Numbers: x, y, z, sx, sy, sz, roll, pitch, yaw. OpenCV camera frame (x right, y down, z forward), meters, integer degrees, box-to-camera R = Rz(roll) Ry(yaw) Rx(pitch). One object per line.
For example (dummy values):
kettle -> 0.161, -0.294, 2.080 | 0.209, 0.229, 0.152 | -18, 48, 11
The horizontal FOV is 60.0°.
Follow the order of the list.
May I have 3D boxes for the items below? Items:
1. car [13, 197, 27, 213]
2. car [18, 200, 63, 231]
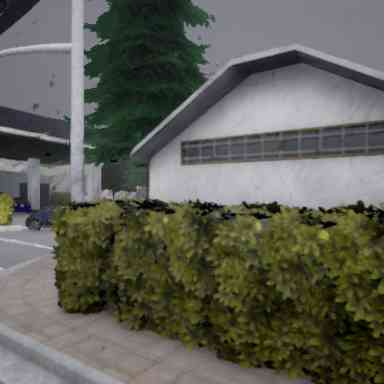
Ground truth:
car -> -18.412, 1.369, 33.860 | 4.611, 1.667, 2.242 | 0, 0, 35
car -> -6.317, 1.291, 17.351 | 4.674, 1.442, 1.812 | 0, -1, 14
